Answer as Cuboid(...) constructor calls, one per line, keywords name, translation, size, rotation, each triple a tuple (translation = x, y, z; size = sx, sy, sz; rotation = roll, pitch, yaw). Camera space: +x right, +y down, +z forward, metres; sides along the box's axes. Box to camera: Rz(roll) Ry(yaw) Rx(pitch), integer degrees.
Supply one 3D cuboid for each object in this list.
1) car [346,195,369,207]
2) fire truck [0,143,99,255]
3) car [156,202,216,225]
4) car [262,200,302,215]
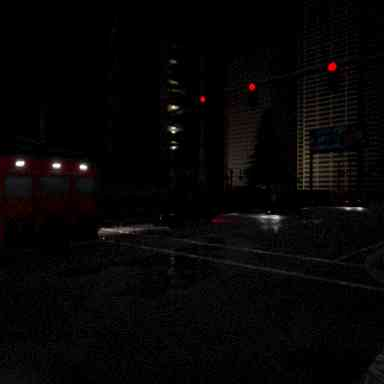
Cuboid(name="car", translation=(24.865, 1.338, 50.014), size=(2.097, 1.767, 4.553), rotation=(0, 0, 44))
Cuboid(name="fire truck", translation=(-7.439, 0.304, 10.901), size=(2.891, 3.827, 8.468), rotation=(0, 0, 44))
Cuboid(name="car", translation=(-0.366, 1.462, 23.569), size=(2.128, 1.511, 4.902), rotation=(0, 0, 44))
Cuboid(name="car", translation=(9.170, 1.524, 33.614), size=(2.033, 1.411, 5.357), rotation=(0, 0, 44))
